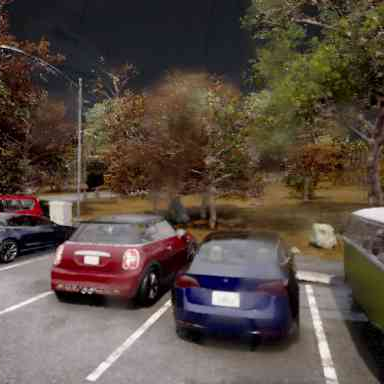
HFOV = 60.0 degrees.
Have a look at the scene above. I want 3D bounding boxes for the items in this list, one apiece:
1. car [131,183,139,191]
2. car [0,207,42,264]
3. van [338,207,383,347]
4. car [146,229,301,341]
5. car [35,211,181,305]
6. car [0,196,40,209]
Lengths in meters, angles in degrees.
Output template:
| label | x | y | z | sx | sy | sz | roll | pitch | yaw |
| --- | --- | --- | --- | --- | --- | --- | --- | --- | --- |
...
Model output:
| label | x | y | z | sx | sy | sz | roll | pitch | yaw |
| --- | --- | --- | --- | --- | --- | --- | --- | --- | --- |
| car | -9.553 | -0.716 | 52.804 | 1.837 | 1.490 | 4.892 | 2 | 5 | 37 |
| car | -6.118 | 1.469 | 11.824 | 2.163 | 1.488 | 4.792 | 0 | -1 | 16 |
| van | 3.492 | 1.261 | 5.070 | 1.878 | 1.987 | 4.442 | 0 | -1 | 16 |
| car | 1.076 | 1.503 | 6.695 | 2.163 | 1.488 | 4.792 | 0 | -1 | 15 |
| car | -1.334 | 1.335 | 8.348 | 2.185 | 1.767 | 4.553 | 0 | -1 | 15 |
| car | -8.520 | 1.177 | 13.479 | 2.435 | 2.045 | 5.566 | 1 | 0 | 16 |
